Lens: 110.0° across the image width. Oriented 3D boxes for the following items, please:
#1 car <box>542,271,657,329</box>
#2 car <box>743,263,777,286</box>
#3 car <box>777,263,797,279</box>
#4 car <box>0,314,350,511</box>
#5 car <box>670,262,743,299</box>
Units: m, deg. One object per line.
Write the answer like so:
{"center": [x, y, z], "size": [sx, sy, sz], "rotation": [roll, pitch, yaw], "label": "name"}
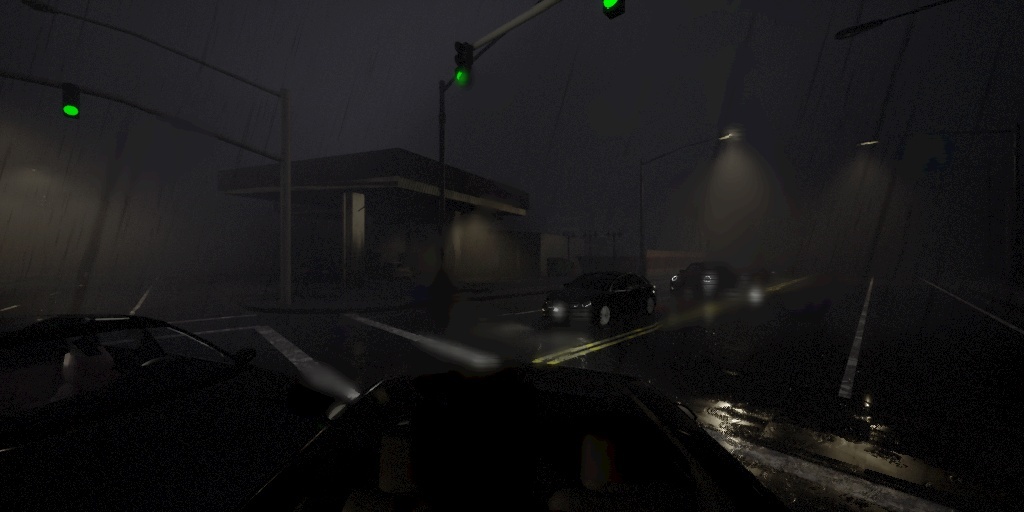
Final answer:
{"center": [2.980, 1.254, 11.573], "size": [4.892, 1.490, 1.837], "rotation": [0, 0, -45], "label": "car"}
{"center": [16.863, 1.313, 25.211], "size": [1.994, 1.385, 4.181], "rotation": [0, 0, 45], "label": "car"}
{"center": [24.057, 1.312, 32.203], "size": [4.181, 1.385, 1.994], "rotation": [0, 0, -44], "label": "car"}
{"center": [-3.399, 1.242, 2.610], "size": [4.902, 1.511, 2.128], "rotation": [0, 0, 15], "label": "car"}
{"center": [9.877, 1.101, 18.360], "size": [4.553, 1.767, 2.097], "rotation": [0, 0, -44], "label": "car"}
